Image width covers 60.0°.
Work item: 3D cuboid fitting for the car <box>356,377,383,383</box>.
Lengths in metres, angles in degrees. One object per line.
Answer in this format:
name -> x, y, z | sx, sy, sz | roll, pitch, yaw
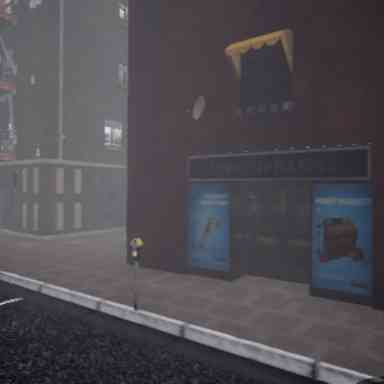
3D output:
car -> 2.536, 1.566, 1.052 | 4.313, 1.339, 1.947 | 0, 1, 36
